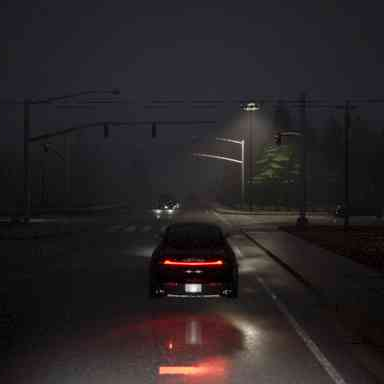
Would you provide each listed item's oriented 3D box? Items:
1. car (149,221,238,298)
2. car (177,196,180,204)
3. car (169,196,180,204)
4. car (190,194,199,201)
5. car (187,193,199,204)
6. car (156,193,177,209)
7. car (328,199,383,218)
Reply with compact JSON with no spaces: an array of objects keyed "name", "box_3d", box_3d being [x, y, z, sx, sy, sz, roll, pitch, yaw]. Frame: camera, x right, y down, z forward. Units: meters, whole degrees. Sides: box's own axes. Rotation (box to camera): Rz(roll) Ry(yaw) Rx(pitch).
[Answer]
[{"name":"car","box_3d":[0.048,1.501,8.502,1.837,1.490,4.892,0,0,1]},{"name":"car","box_3d":[-3.561,1.564,55.841,1.994,1.385,4.181,0,0,0]},{"name":"car","box_3d":[-3.419,1.505,65.911,1.837,1.490,4.892,0,0,1]},{"name":"car","box_3d":[0.574,1.355,80.928,2.097,1.767,4.553,0,0,2]},{"name":"car","box_3d":[0.209,1.219,65.717,2.150,2.045,5.566,0,0,1]},{"name":"car","box_3d":[-3.594,1.221,45.915,2.150,2.045,5.566,0,0,0]},{"name":"car","box_3d":[14.588,1.379,29.638,4.553,1.767,2.097,0,0,1]}]
